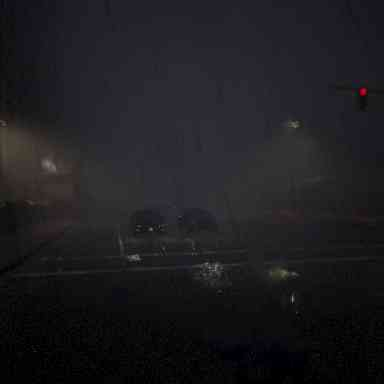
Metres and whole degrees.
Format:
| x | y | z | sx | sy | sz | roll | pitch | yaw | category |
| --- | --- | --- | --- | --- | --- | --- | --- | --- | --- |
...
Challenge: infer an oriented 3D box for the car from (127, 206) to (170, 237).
| x | y | z | sx | sy | sz | roll | pitch | yaw | category |
| --- | --- | --- | --- | --- | --- | --- | --- | --- | --- |
| -2.822 | 1.852 | 20.761 | 1.837 | 1.490 | 4.892 | 0 | -1 | -13 | car |

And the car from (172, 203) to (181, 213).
| x | y | z | sx | sy | sz | roll | pitch | yaw | category |
| --- | --- | --- | --- | --- | --- | --- | --- | --- | --- |
| -2.291 | 2.333 | 49.529 | 1.812 | 1.442 | 4.674 | 0 | -1 | -12 | car |

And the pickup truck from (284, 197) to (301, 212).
| x | y | z | sx | sy | sz | roll | pitch | yaw | category |
| --- | --- | --- | --- | --- | --- | --- | --- | --- | --- |
| 14.841 | 1.804 | 49.102 | 2.390 | 2.098 | 6.274 | 0 | -1 | 17 | pickup truck |

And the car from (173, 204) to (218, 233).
| x | y | z | sx | sy | sz | roll | pitch | yaw | category |
| --- | --- | --- | --- | --- | --- | --- | --- | --- | --- |
| 0.281 | 1.848 | 22.845 | 1.882 | 1.535 | 5.008 | 0 | -1 | -13 | car |

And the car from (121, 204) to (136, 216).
| x | y | z | sx | sy | sz | roll | pitch | yaw | category |
| --- | --- | --- | --- | --- | --- | --- | --- | --- | --- |
| -7.662 | 2.218 | 41.282 | 1.812 | 1.442 | 4.674 | 0 | -1 | -13 | car |

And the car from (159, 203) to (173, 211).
| x | y | z | sx | sy | sz | roll | pitch | yaw | category |
| --- | --- | --- | --- | --- | --- | --- | --- | --- | --- |
| -4.693 | 2.576 | 59.449 | 1.895 | 1.301 | 4.718 | 0 | -1 | -13 | car |

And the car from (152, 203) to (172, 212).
| x | y | z | sx | sy | sz | roll | pitch | yaw | category |
| --- | --- | --- | --- | --- | --- | --- | --- | --- | --- |
| -4.372 | 2.250 | 42.560 | 2.033 | 1.411 | 5.357 | 0 | -1 | -13 | car |
